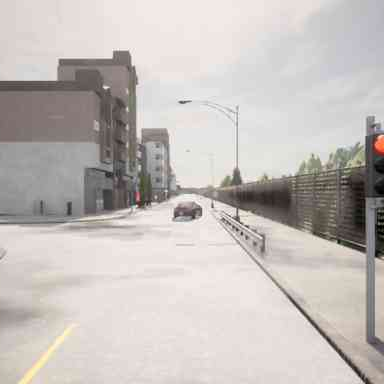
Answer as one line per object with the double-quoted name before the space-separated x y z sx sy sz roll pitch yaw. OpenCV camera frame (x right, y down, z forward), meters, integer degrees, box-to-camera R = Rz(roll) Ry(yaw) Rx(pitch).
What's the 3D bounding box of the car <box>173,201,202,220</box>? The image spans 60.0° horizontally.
"car" -0.351 1.526 28.477 1.812 1.442 4.674 1 0 13
